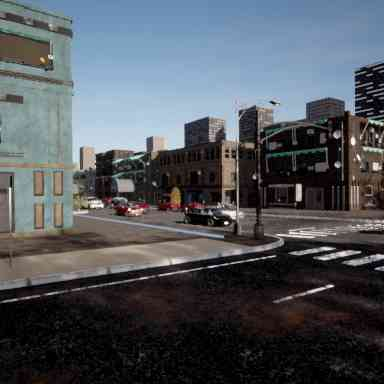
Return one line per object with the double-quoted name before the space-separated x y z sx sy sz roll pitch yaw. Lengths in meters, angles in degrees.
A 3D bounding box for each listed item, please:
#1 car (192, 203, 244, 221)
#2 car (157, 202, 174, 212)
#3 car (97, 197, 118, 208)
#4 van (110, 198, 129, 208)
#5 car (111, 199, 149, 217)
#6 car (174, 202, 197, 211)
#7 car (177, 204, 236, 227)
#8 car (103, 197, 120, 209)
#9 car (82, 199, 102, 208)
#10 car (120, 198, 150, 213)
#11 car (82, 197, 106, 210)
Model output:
"car" 2.168 1.844 28.106 1.895 1.301 4.718 -1 0 -36
"car" -3.262 1.966 45.648 1.802 1.307 4.206 -2 0 -36
"car" -16.141 1.940 63.662 2.192 1.841 5.009 -1 0 -36
"van" -12.922 1.907 59.158 1.690 1.788 3.998 -1 0 -36
"car" -6.865 1.846 36.271 1.967 1.590 4.097 -1 0 -36
"car" -0.044 1.903 41.146 1.802 1.307 4.206 -2 0 -36
"car" 1.107 1.814 24.910 1.947 1.339 4.313 -2 0 -36
"car" -12.071 2.041 53.535 1.837 1.490 4.892 -1 0 -36
"car" -19.167 2.159 63.466 2.128 1.511 4.902 -1 0 -36
"car" -6.941 1.900 40.865 1.882 1.535 5.008 -1 0 -35
"car" -16.260 1.810 54.057 2.150 2.045 5.566 -1 0 -36
